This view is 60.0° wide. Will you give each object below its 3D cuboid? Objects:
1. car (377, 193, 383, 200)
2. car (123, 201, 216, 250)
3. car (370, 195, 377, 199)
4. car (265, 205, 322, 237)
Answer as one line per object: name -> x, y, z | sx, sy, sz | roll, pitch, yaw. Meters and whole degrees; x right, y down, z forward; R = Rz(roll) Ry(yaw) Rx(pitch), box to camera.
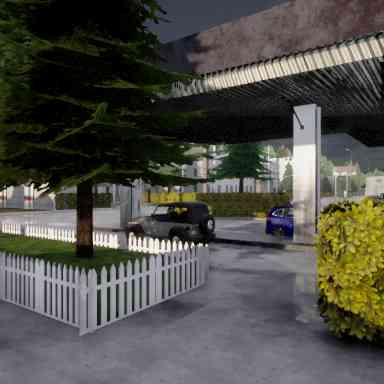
car -> 25.852, 1.077, 43.466 | 1.905, 1.878, 3.866 | 0, 0, 35
car -> -0.905, 1.313, 13.783 | 3.866, 1.878, 1.905 | 0, 0, 35
car -> 33.116, 1.298, 60.206 | 2.007, 1.523, 4.514 | 0, 0, 35
car -> 5.896, 1.480, 15.932 | 4.611, 1.667, 2.242 | 0, 0, 35
